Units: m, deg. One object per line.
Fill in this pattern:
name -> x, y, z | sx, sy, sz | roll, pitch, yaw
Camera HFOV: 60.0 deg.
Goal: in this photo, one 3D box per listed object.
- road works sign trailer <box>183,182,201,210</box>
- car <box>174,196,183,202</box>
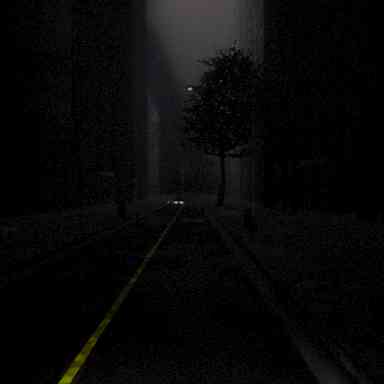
road works sign trailer -> 0.000, 0.464, 42.680 | 2.380, 3.560, 2.880 | 0, 0, 0
car -> -3.000, 1.509, 76.729 | 1.994, 1.385, 4.181 | 0, 0, 0
